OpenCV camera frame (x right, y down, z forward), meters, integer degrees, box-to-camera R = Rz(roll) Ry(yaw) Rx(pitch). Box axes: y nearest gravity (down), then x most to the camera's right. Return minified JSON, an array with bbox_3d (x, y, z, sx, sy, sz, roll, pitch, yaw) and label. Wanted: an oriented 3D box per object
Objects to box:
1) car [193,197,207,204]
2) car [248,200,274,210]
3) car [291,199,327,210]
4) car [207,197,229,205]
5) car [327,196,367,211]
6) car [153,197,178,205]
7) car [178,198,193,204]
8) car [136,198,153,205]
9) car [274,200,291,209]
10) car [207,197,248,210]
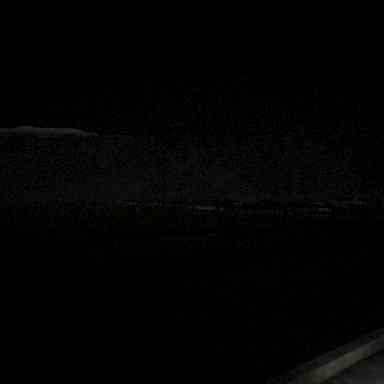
[{"bbox_3d":[1.336,1.769,68.762,1.882,1.535,5.008,1,0,-35],"label":"car"},{"bbox_3d":[8.617,1.842,46.157,1.895,1.301,4.718,1,0,-35],"label":"car"},{"bbox_3d":[16.107,1.783,47.663,2.128,1.511,4.902,1,0,-35],"label":"car"},{"bbox_3d":[5.380,1.794,69.089,1.882,1.535,5.008,1,0,-35],"label":"car"},{"bbox_3d":[21.314,1.538,46.330,2.150,2.045,5.566,1,0,-35],"label":"car"},{"bbox_3d":[-5.360,1.767,66.123,1.812,1.442,4.674,1,0,-35],"label":"car"},{"bbox_3d":[-2.405,1.867,68.004,1.895,1.301,4.718,1,0,-35],"label":"car"},{"bbox_3d":[-9.463,1.817,65.880,1.895,1.301,4.718,1,0,-35],"label":"car"},{"bbox_3d":[11.284,1.813,48.452,2.033,1.411,5.357,1,0,-35],"label":"car"},{"bbox_3d":[4.812,1.707,45.490,2.128,1.511,4.902,1,0,-35],"label":"car"}]
